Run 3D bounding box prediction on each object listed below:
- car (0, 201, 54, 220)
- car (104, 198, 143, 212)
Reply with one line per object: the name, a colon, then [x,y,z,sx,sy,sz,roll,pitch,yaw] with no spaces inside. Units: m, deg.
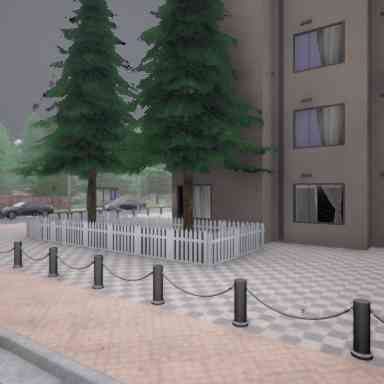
car: [-14.321,1.510,28.705,1.812,1.442,4.674,0,0,37]
car: [-7.686,1.476,37.558,2.128,1.511,4.902,0,0,37]
